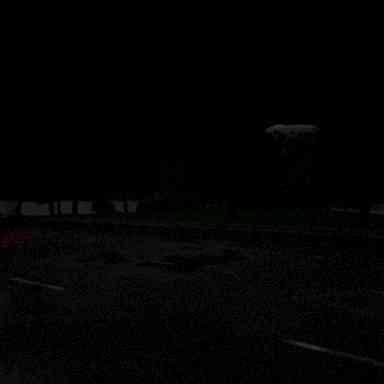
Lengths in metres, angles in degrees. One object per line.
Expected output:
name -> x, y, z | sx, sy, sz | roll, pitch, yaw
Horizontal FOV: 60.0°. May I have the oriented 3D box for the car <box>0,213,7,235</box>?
car -> -12.359, 1.484, 18.062 | 4.553, 1.767, 2.097 | -1, 0, 23
